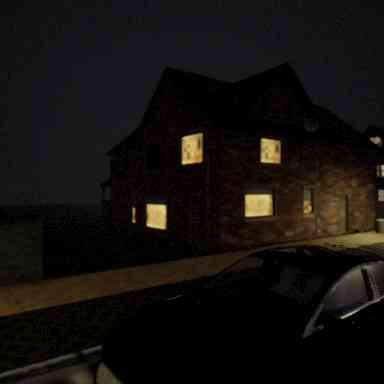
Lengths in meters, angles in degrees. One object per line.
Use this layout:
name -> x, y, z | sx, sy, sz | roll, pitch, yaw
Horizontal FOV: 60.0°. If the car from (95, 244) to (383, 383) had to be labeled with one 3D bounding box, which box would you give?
car -> 1.318, 1.475, 4.030 | 4.902, 1.511, 2.128 | 0, 0, -36
